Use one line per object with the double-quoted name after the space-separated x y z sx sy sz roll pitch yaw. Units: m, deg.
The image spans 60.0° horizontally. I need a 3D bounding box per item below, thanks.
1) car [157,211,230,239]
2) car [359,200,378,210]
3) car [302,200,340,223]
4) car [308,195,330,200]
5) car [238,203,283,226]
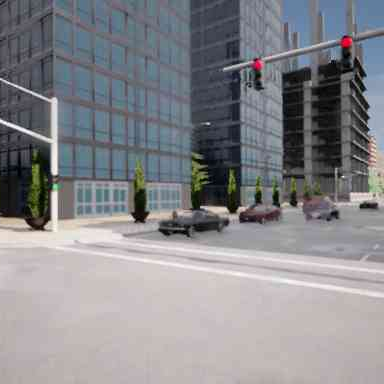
0.184 1.743 18.646 1.895 1.301 4.718 -1 -1 36 "car"
24.704 1.831 46.520 1.895 1.301 4.718 -1 -1 36 "car"
10.825 1.642 27.419 2.128 1.511 4.902 -1 -1 36 "car"
14.545 1.442 38.554 2.150 2.045 5.566 -1 0 36 "car"
5.343 1.647 25.631 1.882 1.535 5.008 -1 -1 36 "car"
